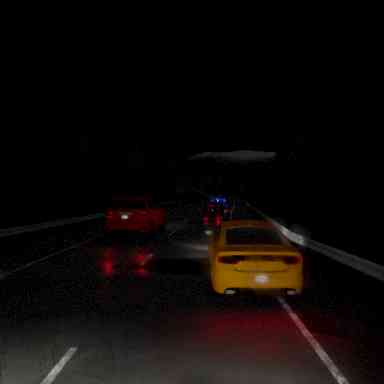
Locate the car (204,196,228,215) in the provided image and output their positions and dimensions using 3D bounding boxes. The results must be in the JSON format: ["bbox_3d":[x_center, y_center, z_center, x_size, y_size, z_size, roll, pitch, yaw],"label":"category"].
[{"bbox_3d":[2.267,1.481,33.603,2.128,1.511,4.902,0,0,8],"label":"car"}]

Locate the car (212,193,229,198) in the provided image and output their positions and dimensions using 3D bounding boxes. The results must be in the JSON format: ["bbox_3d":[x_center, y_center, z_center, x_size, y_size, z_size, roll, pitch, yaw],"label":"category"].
[{"bbox_3d":[3.668,1.208,44.325,2.150,2.045,5.566,0,0,8],"label":"car"}]

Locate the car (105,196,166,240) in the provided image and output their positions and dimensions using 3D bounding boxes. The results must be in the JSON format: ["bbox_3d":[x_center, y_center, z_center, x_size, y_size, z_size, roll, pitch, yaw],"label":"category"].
[{"bbox_3d":[-2.759,1.212,17.249,2.150,2.045,5.566,0,0,4],"label":"car"}]

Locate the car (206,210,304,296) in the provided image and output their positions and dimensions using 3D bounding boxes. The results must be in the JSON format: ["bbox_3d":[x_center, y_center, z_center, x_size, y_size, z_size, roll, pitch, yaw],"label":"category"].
[{"bbox_3d":[1.392,1.475,8.698,1.882,1.535,5.008,0,0,2],"label":"car"}]
